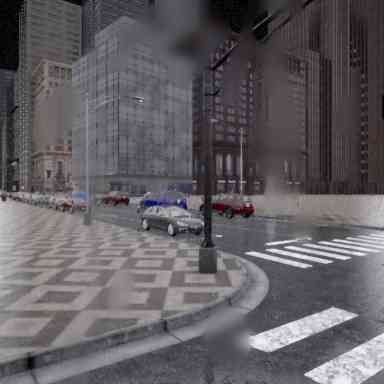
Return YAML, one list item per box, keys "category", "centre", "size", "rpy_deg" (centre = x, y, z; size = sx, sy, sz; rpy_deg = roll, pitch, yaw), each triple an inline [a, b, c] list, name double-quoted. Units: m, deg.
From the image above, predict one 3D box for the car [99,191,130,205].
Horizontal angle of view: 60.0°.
- category: "car"
  centre: [-9.978, 0.765, 44.105]
  size: [2.192, 1.841, 5.009]
  rpy_deg: [1, 0, -35]

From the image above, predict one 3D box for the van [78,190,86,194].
- category: "van"
  centre: [-19.488, 0.597, 57.442]
  size: [1.690, 1.788, 3.998]
  rpy_deg: [1, 0, -35]

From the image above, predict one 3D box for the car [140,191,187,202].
- category: "car"
  centre: [-2.630, 0.883, 29.324]
  size: [2.150, 2.045, 5.566]
  rpy_deg: [0, 1, -35]

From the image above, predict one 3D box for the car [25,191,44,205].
- category: "car"
  centre: [-20.097, 0.939, 43.609]
  size: [2.008, 1.369, 4.403]
  rpy_deg: [1, 0, -35]

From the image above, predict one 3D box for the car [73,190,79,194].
- category: "car"
  centre: [-20.845, 0.819, 54.906]
  size: [2.033, 1.411, 5.357]
  rpy_deg: [0, 1, -35]

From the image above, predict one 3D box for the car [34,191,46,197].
- category: "car"
  centre: [-38.507, 0.494, 84.115]
  size: [1.887, 1.381, 4.507]
  rpy_deg: [0, 0, -35]

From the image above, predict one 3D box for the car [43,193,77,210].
- category: "car"
  centre: [-13.759, 1.074, 34.718]
  size: [2.008, 1.369, 4.403]
  rpy_deg: [1, 0, -35]

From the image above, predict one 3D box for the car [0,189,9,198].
- category: "car"
  centre: [-39.113, 0.611, 70.278]
  size: [1.947, 1.339, 4.313]
  rpy_deg: [1, 0, -35]

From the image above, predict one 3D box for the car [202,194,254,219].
- category: "car"
  centre: [2.700, 1.049, 26.323]
  size: [2.192, 1.841, 5.009]
  rpy_deg: [1, 0, -35]

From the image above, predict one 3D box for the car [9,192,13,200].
- category: "car"
  centre: [-29.605, 0.747, 56.944]
  size: [1.887, 1.381, 4.507]
  rpy_deg: [1, 0, -35]

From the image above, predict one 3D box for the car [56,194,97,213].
- category: "car"
  centre: [-10.590, 1.139, 30.273]
  size: [1.887, 1.381, 4.507]
  rpy_deg: [1, 0, -35]

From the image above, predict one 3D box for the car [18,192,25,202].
- category: "car"
  centre: [-23.267, 0.874, 48.054]
  size: [2.008, 1.369, 4.403]
  rpy_deg: [1, 0, -35]

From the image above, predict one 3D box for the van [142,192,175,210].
- category: "van"
  centre: [-3.640, 0.930, 35.214]
  size: [1.690, 1.788, 3.998]
  rpy_deg: [1, 0, -35]

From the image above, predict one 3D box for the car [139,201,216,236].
- category: "car"
  centre: [-1.083, 1.366, 16.938]
  size: [2.008, 1.369, 4.403]
  rpy_deg: [1, 0, -35]

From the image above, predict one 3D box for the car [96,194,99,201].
- category: "car"
  centre: [-13.152, 0.934, 48.552]
  size: [2.008, 1.369, 4.403]
  rpy_deg: [1, 0, -35]

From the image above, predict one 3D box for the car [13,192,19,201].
- category: "car"
  centre: [-26.434, 0.702, 52.499]
  size: [1.967, 1.590, 4.097]
  rpy_deg: [1, 0, -35]
